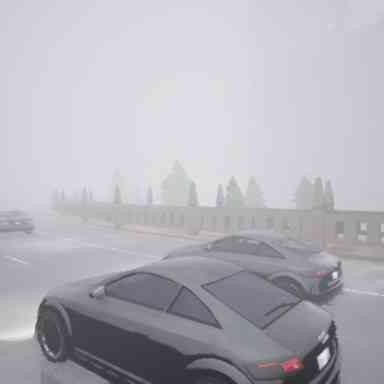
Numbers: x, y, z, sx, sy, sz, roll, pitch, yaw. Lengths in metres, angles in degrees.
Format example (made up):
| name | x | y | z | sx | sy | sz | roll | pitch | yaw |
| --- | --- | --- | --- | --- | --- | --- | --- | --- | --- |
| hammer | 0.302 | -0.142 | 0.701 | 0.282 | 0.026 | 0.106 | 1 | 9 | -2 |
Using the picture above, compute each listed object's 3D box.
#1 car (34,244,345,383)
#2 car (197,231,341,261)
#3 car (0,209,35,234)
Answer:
| name | x | y | z | sx | sy | sz | roll | pitch | yaw |
| --- | --- | --- | --- | --- | --- | --- | --- | --- | --- |
| car | -0.298 | 1.593 | 4.464 | 4.181 | 1.385 | 1.994 | -1 | 0 | 38 |
| car | 1.219 | 1.603 | 7.716 | 4.181 | 1.385 | 1.994 | -1 | 0 | 38 |
| car | -10.768 | 1.711 | 19.416 | 2.033 | 1.411 | 5.357 | 0 | 0 | -40 |
